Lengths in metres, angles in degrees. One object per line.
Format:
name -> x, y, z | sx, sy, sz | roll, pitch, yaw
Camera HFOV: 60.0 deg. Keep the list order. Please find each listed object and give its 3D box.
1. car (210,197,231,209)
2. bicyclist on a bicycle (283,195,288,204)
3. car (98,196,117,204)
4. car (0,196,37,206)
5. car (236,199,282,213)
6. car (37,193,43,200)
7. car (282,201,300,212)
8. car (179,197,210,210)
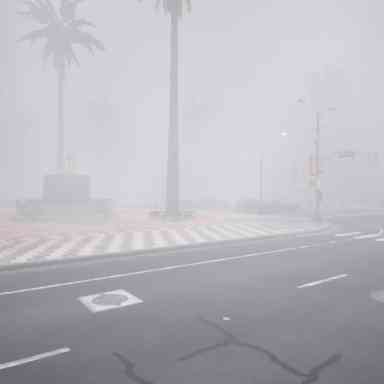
car -> 2.924, 1.504, 45.491 | 4.892, 1.490, 1.837 | 0, 0, 35
bicyclist on a bicycle -> 15.278, 1.301, 54.491 | 0.582, 1.620, 1.656 | 0, 0, 42
car -> -15.835, 1.492, 59.127 | 4.902, 1.511, 2.128 | 0, 0, 2
car -> -28.646, 1.505, 54.335 | 4.892, 1.490, 1.837 | 0, 0, -14
car -> 7.033, 1.505, 36.528 | 1.837, 1.490, 4.892 | 0, 0, -39
car -> -26.043, 1.221, 58.561 | 5.566, 2.045, 2.150 | 0, 0, -10
car -> 9.974, 1.601, 38.462 | 1.895, 1.301, 4.718 | 0, 0, -39
car -> -0.428, 1.525, 43.636 | 4.674, 1.442, 1.812 | 0, 0, 32
